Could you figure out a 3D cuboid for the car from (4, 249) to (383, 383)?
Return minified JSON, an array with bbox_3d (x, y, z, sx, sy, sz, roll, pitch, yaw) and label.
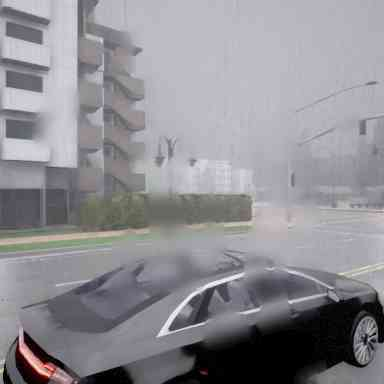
[{"bbox_3d":[0.498,1.492,4.112,4.902,1.511,2.128,0,0,-35],"label":"car"}]
